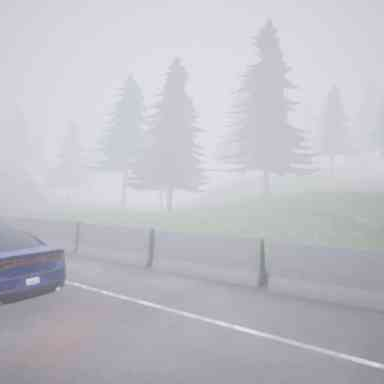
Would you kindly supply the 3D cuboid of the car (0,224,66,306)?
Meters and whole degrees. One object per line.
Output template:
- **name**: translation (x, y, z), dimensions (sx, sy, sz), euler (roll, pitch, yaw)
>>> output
- **car**: translation (-4.908, 1.462, 7.497), dimensions (5.008, 1.535, 1.882), euler (0, 0, 36)
